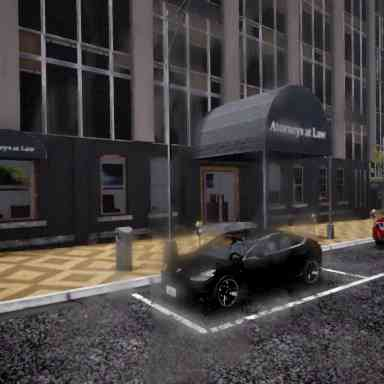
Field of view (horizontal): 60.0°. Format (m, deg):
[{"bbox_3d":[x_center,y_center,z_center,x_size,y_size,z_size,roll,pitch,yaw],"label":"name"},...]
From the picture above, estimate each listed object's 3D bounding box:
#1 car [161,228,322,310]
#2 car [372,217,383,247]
[{"bbox_3d":[1.329,1.564,7.812,4.313,1.339,1.947,0,-1,-37],"label":"car"},{"bbox_3d":[9.605,1.310,14.014,5.009,1.841,2.192,0,-1,-37],"label":"car"}]
